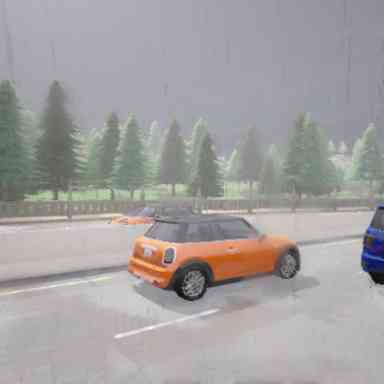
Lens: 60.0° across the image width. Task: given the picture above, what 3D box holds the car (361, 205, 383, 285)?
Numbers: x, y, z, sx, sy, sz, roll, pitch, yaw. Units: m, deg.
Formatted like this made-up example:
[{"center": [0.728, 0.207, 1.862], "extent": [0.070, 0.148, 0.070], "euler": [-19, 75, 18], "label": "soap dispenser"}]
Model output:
[{"center": [6.492, 1.263, 8.351], "extent": [5.566, 2.045, 2.150], "euler": [0, 0, -35], "label": "car"}]

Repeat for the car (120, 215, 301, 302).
[{"center": [0.759, 1.375, 8.587], "extent": [4.553, 1.767, 2.097], "euler": [0, 0, -35], "label": "car"}]
